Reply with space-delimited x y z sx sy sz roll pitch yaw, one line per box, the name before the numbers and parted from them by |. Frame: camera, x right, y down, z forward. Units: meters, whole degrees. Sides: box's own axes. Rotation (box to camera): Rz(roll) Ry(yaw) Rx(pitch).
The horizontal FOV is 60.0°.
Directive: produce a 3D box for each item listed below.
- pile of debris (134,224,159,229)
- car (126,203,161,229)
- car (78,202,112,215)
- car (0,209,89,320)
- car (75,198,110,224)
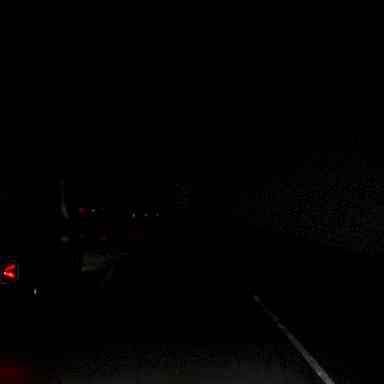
pile of debris | -3.233 2.407 23.402 1.500 0.140 1.860 0 -1 -15
car | -3.543 1.586 23.731 2.097 1.767 4.553 0 -1 -15
car | -11.777 1.962 40.057 2.033 1.411 5.357 0 -1 -39
car | -4.007 1.437 7.575 2.097 1.767 4.553 0 -1 -5
car | -8.164 1.501 26.905 2.150 2.045 5.566 0 -1 -20
